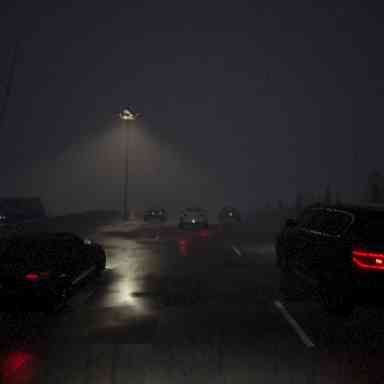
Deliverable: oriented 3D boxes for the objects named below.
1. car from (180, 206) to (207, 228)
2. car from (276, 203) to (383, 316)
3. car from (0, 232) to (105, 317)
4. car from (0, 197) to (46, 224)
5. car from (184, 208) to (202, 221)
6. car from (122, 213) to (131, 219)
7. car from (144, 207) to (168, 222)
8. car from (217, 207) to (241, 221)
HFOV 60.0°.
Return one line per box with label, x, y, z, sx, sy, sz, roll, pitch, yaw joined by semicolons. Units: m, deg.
car;0.101;1.701;23.525;1.812;1.442;4.674;0;-2;0
car;3.600;1.249;7.713;2.150;2.045;5.566;0;0;0
car;-3.400;1.592;7.647;1.994;1.385;4.181;0;0;0
car;-10.600;1.305;19.481;2.150;2.045;5.566;0;0;0
car;0.102;2.892;41.779;2.033;1.411;5.357;0;-6;0
car;-10.570;4.197;54.121;1.812;1.442;4.674;0;-6;0
car;-3.399;2.085;31.631;2.033;1.411;5.357;0;-3;0
car;3.601;2.182;32.942;1.994;1.385;4.181;0;-4;0
